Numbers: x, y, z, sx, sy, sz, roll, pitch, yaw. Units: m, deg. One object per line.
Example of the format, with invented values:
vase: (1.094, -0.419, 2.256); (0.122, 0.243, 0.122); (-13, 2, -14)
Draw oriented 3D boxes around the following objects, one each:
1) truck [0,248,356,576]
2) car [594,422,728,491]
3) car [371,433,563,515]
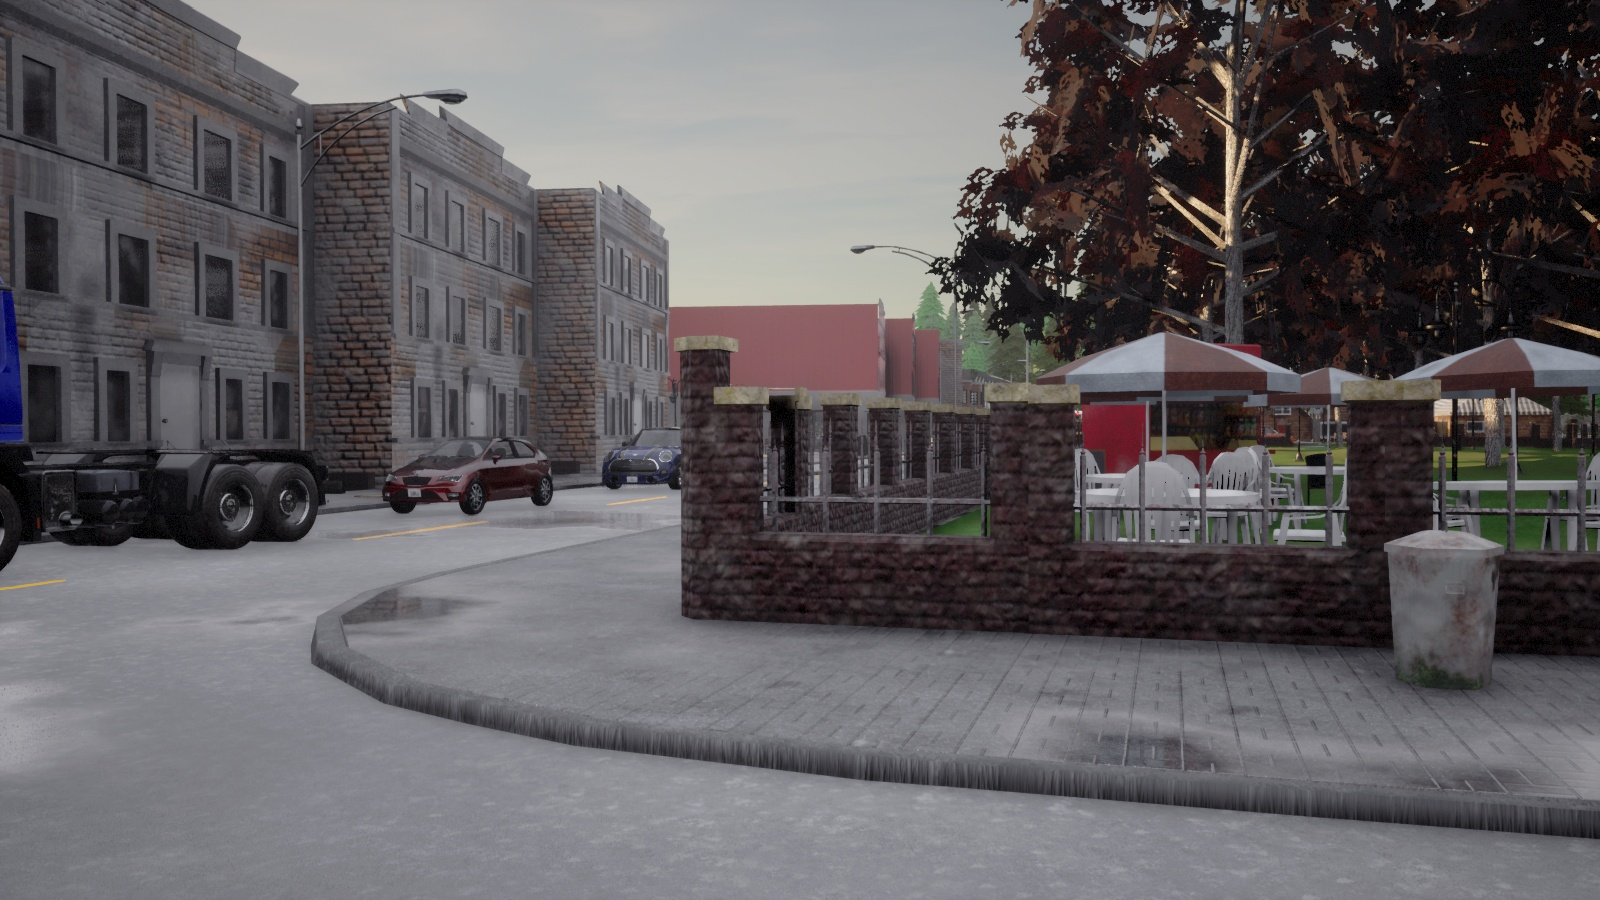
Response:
truck: (-9.261, -0.441, 15.699); (2.891, 3.462, 7.936); (0, 1, 16)
car: (-3.740, 0.116, 34.691); (2.097, 1.767, 4.553); (0, 1, 16)
car: (-6.526, 0.413, 25.123); (1.816, 1.474, 4.193); (0, 1, 16)
